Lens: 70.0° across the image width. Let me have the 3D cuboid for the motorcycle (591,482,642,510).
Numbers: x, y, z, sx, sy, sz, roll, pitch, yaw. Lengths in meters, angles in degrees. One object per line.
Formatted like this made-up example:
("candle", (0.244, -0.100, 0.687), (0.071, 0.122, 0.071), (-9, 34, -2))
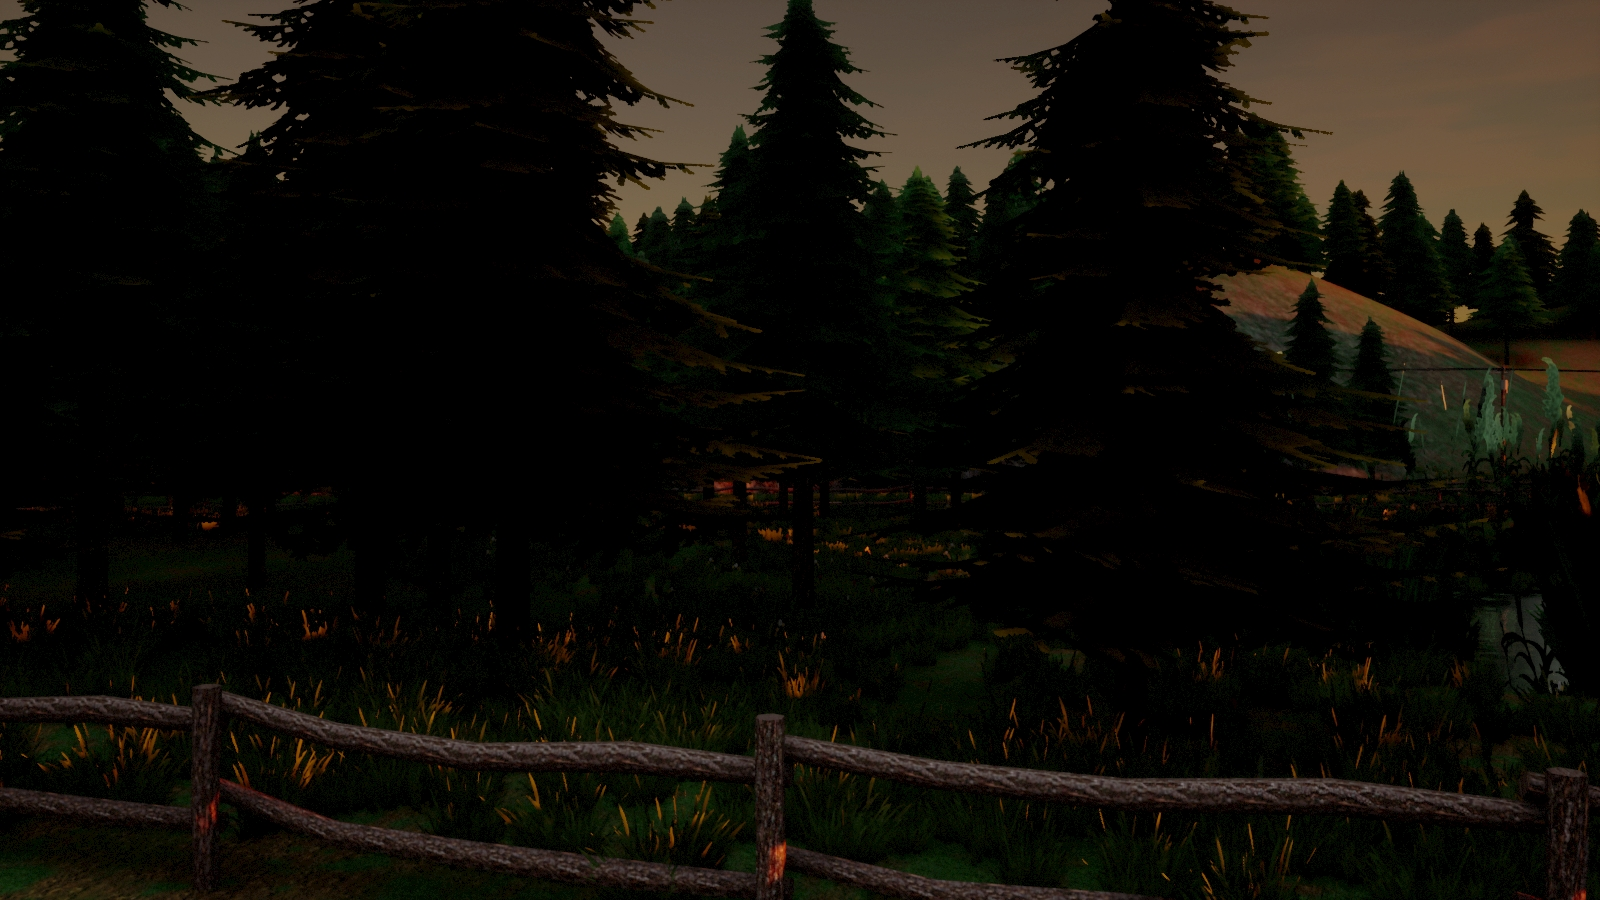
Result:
("motorcycle", (-8.702, 2.178, 54.116), (2.209, 1.251, 0.867), (0, 0, 14))
